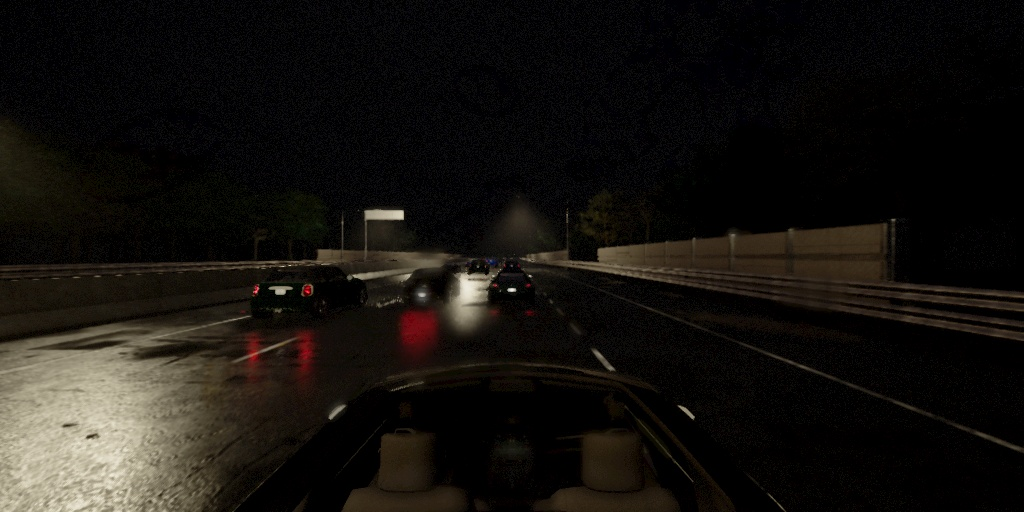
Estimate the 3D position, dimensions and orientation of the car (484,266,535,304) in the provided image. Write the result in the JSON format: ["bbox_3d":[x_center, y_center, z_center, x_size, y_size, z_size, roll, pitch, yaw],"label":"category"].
[{"bbox_3d":[-0.009,1.327,16.376,1.994,1.385,4.181,0,0,0],"label":"car"}]

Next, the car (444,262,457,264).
[{"bbox_3d":[-7.025,1.355,41.058,1.994,1.385,4.181,0,0,0],"label":"car"}]

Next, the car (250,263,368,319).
[{"bbox_3d":[-7.010,1.111,12.974,2.097,1.767,4.553,0,0,0],"label":"car"}]

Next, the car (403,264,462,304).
[{"bbox_3d":[-3.510,1.269,16.409,1.837,1.490,4.892,0,0,0],"label":"car"}]

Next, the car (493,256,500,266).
[{"bbox_3d":[-3.538,1.044,63.197,2.150,2.045,5.566,0,0,0],"label":"car"}]

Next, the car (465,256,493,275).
[{"bbox_3d":[-3.524,1.141,39.285,2.097,1.767,4.553,0,0,0],"label":"car"}]

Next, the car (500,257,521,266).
[{"bbox_3d":[-0.025,1.144,41.811,2.097,1.767,4.553,0,0,0],"label":"car"}]
